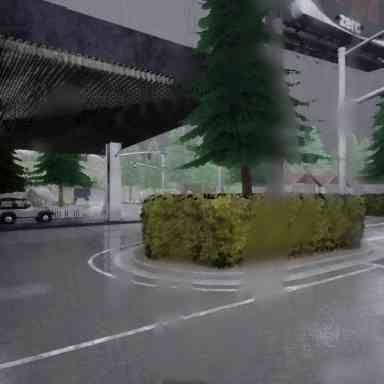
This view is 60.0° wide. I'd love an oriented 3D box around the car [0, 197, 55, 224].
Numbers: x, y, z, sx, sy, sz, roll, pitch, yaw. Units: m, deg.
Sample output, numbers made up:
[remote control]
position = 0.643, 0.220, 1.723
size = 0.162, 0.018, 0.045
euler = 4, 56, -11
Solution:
[car]
position = -11.923, 1.313, 23.509
size = 3.866, 1.878, 1.905
euler = 0, 0, -36
